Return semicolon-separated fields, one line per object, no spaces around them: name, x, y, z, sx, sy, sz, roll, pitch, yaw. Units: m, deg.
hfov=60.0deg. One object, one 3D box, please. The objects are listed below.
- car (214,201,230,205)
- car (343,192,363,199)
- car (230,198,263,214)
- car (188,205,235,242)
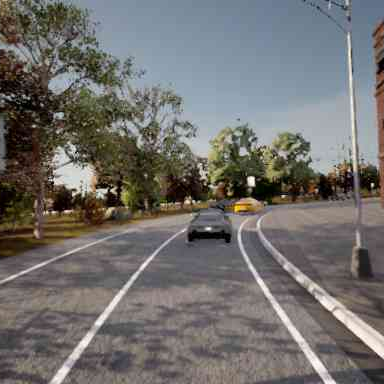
car;3.325;1.641;36.493;1.895;1.301;4.718;-3;-1;26
car;31.984;0.639;66.044;4.181;1.385;1.994;-3;-3;-29
car;5.780;1.384;33.503;1.882;1.535;5.008;-3;-1;23
car;0.960;1.551;16.363;1.994;1.385;4.181;-1;0;7
